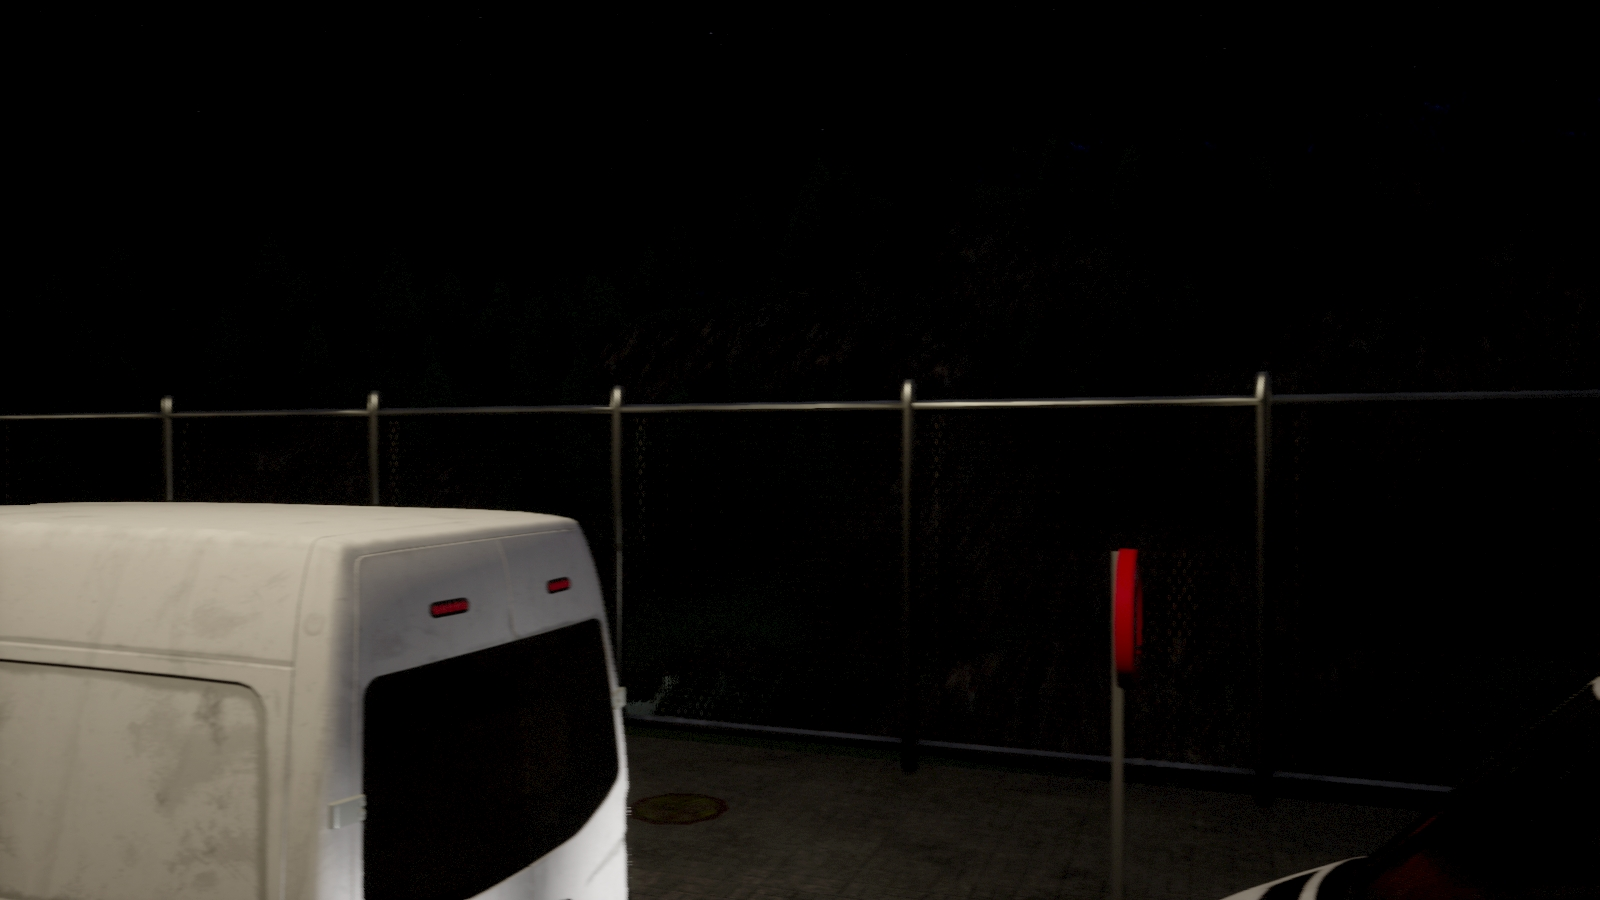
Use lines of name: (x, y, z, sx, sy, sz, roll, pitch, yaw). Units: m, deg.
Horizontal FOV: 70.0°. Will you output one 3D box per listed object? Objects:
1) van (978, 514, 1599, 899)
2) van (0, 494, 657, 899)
van: (3.527, 1.535, 2.544, 5.915, 2.561, 1.988, 0, 0, 20)
van: (-3.762, 1.535, 5.197, 5.915, 2.561, 1.988, 0, 0, 20)
